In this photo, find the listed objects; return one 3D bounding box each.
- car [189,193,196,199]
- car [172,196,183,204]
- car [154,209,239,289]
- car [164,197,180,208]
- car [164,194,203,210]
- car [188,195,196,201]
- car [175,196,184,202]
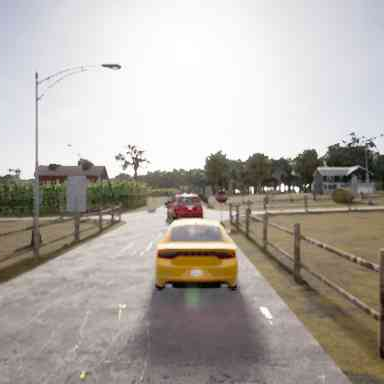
[{"bbox_3d":[0.065,1.173,89.494,1.882,1.535,5.008,0,0,0],"label":"car"},{"bbox_3d":[-2.750,1.513,63.078,1.895,1.301,4.718,0,0,1],"label":"car"},{"bbox_3d":[0.104,1.478,9.215,1.882,1.535,5.008,0,0,0],"label":"car"},{"bbox_3d":[-2.815,1.507,48.045,1.994,1.385,4.181,0,0,1],"label":"car"},{"bbox_3d":[-0.635,1.206,25.754,2.150,2.045,5.566,0,0,-11],"label":"car"},{"bbox_3d":[0.055,1.374,79.064,1.837,1.490,4.892,0,0,0],"label":"car"},{"bbox_3d":[-2.701,1.488,73.471,1.895,1.301,4.718,0,0,0],"label":"car"}]
